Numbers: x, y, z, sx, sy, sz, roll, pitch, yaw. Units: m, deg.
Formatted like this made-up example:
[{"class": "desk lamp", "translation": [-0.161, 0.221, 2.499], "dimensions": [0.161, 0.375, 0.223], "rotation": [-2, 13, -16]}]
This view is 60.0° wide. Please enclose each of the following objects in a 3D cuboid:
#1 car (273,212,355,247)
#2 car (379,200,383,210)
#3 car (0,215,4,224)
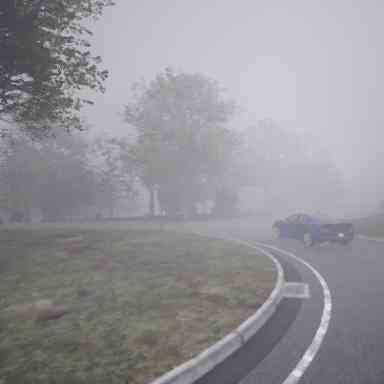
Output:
[{"class": "car", "translation": [5.772, 1.723, 16.484], "dimensions": [1.882, 1.535, 5.008], "rotation": [0, -1, -12]}, {"class": "car", "translation": [31.155, 1.981, 52.422], "dimensions": [2.097, 1.767, 4.553], "rotation": [-2, -1, 44]}, {"class": "car", "translation": [-17.888, 2.223, 26.145], "dimensions": [5.357, 1.411, 2.033], "rotation": [0, -1, -28]}]
